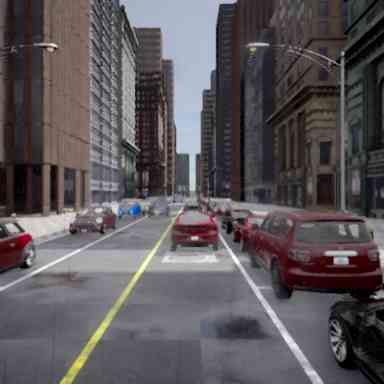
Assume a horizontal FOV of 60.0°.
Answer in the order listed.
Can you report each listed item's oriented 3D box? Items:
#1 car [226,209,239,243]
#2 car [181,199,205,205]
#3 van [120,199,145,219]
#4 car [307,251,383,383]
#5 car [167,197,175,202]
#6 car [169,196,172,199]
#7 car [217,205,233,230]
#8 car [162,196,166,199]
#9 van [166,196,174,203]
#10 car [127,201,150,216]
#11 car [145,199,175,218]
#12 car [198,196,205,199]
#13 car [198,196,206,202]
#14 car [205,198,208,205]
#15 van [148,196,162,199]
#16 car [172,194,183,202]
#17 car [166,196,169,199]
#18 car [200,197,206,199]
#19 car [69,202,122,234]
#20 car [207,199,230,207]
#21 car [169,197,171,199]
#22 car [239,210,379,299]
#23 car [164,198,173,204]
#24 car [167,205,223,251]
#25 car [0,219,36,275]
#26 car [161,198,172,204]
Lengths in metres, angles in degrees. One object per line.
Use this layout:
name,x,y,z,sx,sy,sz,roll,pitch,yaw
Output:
car,2.756,1.634,14.171,1.887,1.381,4.507,0,0,0
car,0.088,1.716,33.581,1.837,1.490,4.892,0,0,0
van,-5.775,1.537,31.070,1.690,1.788,3.998,0,0,0
car,2.760,1.585,2.898,1.947,1.339,4.313,0,0,0
car,-5.793,2.143,92.900,1.752,1.417,4.829,0,0,0
car,-5.786,2.024,70.524,1.947,1.339,4.313,0,0,0
car,2.755,1.691,19.807,1.947,1.339,4.313,0,0,0
car,-5.781,1.785,53.615,1.967,1.590,4.097,0,0,0
van,-5.792,1.919,87.435,1.690,1.788,3.998,0,0,0
car,-5.776,1.756,36.536,1.752,1.417,4.829,0,0,0
car,-3.106,1.695,32.183,2.128,1.511,4.902,0,0,0
car,2.739,2.040,70.532,1.802,1.307,4.206,0,0,0
car,2.731,1.934,93.077,2.192,1.841,5.009,0,0,0
car,2.748,1.835,42.351,1.947,1.339,4.313,0,0,0
van,-5.780,1.648,47.979,1.690,1.788,3.998,0,0,0
car,-3.021,1.558,72.690,2.150,2.045,5.566,0,0,0
car,-5.783,1.697,59.253,2.192,1.841,5.009,0,0,0
car,2.743,1.964,59.260,1.802,1.307,4.206,0,0,0
car,-5.771,1.565,19.797,1.967,1.590,4.097,0,0,0
car,2.751,1.636,31.079,1.967,1.590,4.097,0,0,0
car,-5.784,1.986,64.888,1.947,1.339,4.313,0,0,0
car,2.757,1.369,8.536,2.192,1.841,5.009,0,0,0
car,-5.789,2.119,81.797,1.802,1.307,4.206,0,0,0
car,0.103,1.571,14.729,1.882,1.535,5.008,0,0,0
car,-5.768,1.495,8.523,1.967,1.590,4.097,0,0,0
car,-5.788,2.048,76.160,2.008,1.369,4.403,0,0,0
